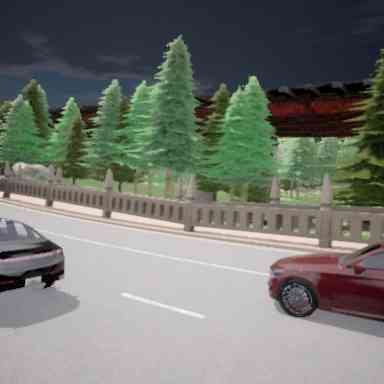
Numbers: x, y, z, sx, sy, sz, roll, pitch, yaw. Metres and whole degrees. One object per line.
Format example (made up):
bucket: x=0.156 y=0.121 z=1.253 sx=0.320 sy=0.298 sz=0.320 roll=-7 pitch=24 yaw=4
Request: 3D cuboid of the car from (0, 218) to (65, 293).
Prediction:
car: x=-4.853 y=1.323 z=7.454 sx=4.902 sy=1.511 sz=2.128 roll=2 pitch=1 yaw=35

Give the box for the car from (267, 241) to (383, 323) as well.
car: x=3.631 y=1.522 z=5.700 sx=4.674 sy=1.442 sz=1.812 roll=0 pitch=0 yaw=36
